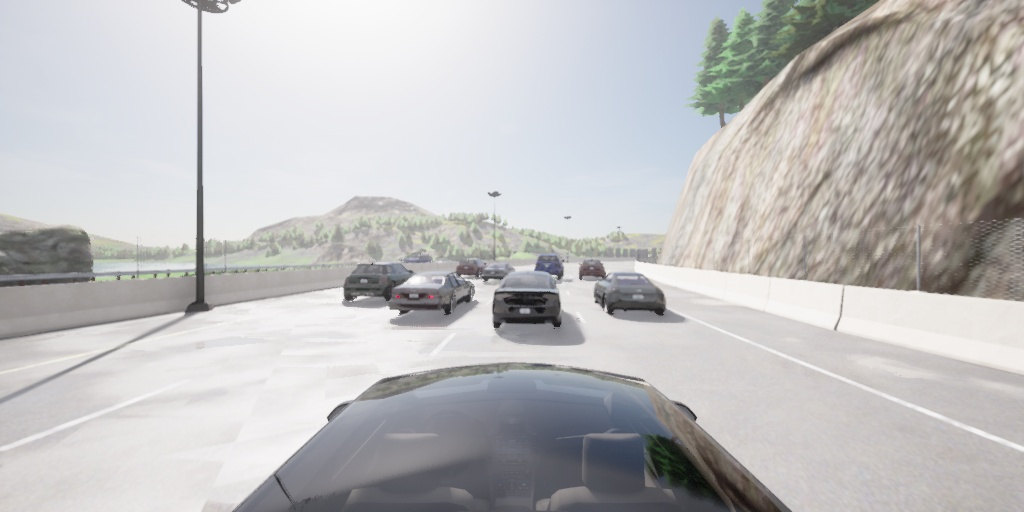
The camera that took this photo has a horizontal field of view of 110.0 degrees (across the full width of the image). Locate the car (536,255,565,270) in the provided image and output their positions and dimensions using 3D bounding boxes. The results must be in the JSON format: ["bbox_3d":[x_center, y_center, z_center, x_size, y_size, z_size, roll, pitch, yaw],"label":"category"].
[{"bbox_3d":[3.324,0.898,31.172,2.150,2.045,5.566,0,0,11],"label":"car"}]

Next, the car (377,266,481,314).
[{"bbox_3d":[-2.770,1.267,13.526,2.033,1.411,5.357,0,0,6],"label":"car"}]

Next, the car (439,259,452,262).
[{"bbox_3d":[-8.768,1.215,54.801,1.895,1.301,4.718,0,0,18],"label":"car"}]

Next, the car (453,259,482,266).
[{"bbox_3d":[-3.482,1.023,32.695,2.097,1.767,4.553,0,0,11],"label":"car"}]

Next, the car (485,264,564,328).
[{"bbox_3d":[0.552,1.204,11.414,1.882,1.535,5.008,0,0,5],"label":"car"}]

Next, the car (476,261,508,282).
[{"bbox_3d":[-0.903,1.232,27.707,2.033,1.411,5.357,0,0,10],"label":"car"}]

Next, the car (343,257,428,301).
[{"bbox_3d":[-5.906,1.062,17.001,2.097,1.767,4.553,0,0,6],"label":"car"}]

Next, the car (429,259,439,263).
[{"bbox_3d":[-11.343,1.130,58.093,1.812,1.442,4.674,0,0,19],"label":"car"}]

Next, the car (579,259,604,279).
[{"bbox_3d":[6.951,1.031,31.340,2.097,1.767,4.553,0,0,12],"label":"car"}]

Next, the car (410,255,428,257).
[{"bbox_3d":[-15.249,0.826,57.496,2.150,2.045,5.566,0,0,18],"label":"car"}]

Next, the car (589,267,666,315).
[{"bbox_3d":[4.277,1.286,13.567,1.994,1.385,4.181,0,0,6],"label":"car"}]
